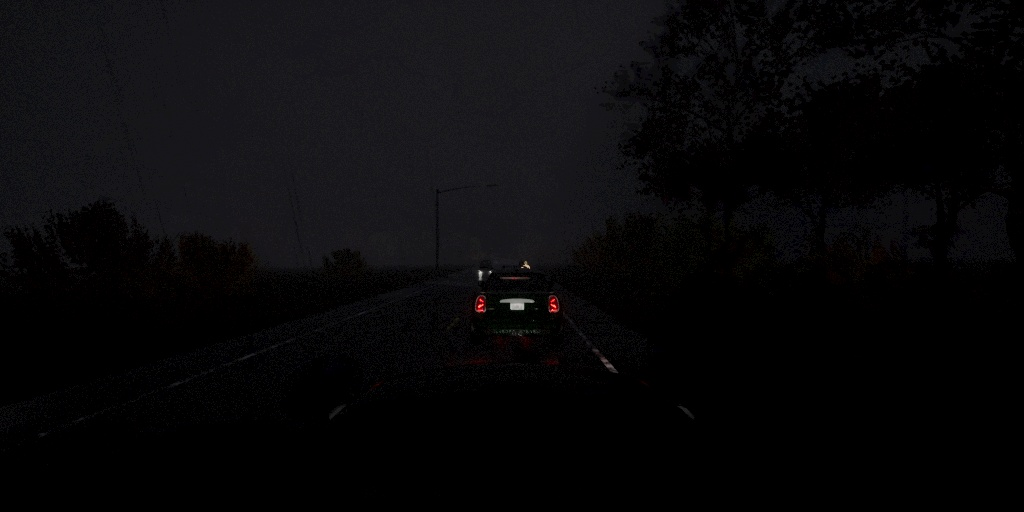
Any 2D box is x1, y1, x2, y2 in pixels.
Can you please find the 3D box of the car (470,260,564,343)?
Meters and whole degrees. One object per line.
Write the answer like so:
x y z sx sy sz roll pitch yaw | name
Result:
0.114 1.099 9.787 2.097 1.767 4.553 0 0 0 | car

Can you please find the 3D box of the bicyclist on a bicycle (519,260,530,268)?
0.977 1.177 25.610 0.866 1.612 1.509 0 0 1 | bicyclist on a bicycle
